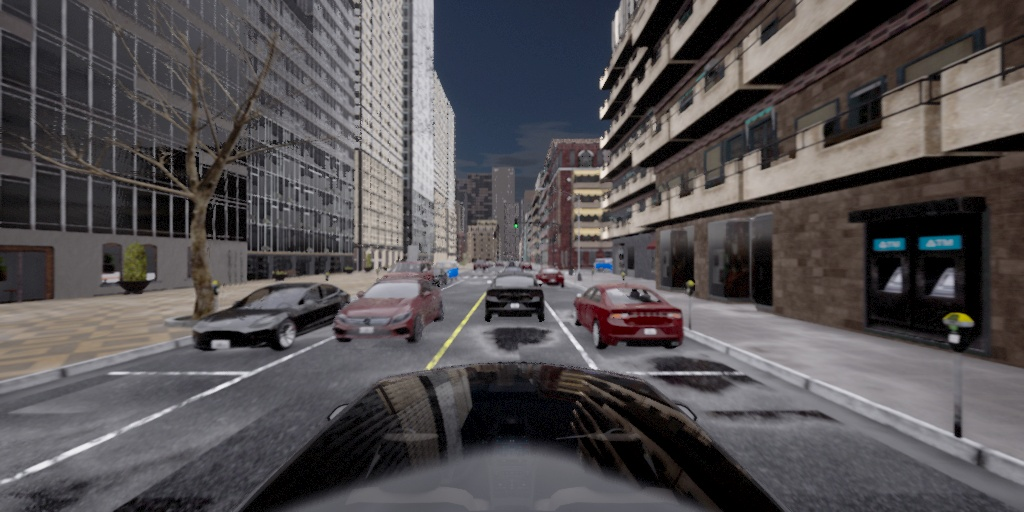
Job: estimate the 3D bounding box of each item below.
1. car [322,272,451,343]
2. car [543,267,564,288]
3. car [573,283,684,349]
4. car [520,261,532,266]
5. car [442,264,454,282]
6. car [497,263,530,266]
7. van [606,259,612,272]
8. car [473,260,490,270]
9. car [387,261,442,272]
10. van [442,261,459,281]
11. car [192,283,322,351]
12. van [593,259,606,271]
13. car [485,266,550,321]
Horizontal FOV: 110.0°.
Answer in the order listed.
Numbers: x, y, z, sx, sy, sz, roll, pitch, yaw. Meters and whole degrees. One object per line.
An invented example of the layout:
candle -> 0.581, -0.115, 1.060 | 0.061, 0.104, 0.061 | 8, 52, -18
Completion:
car -> -3.102, 1.338, 9.986 | 1.812, 1.442, 4.674 | 0, 0, 0
car -> 2.685, 1.481, 25.752 | 1.888, 1.381, 4.507 | 0, 0, 0
car -> 2.687, 1.352, 9.185 | 1.888, 1.381, 4.507 | 0, 0, 0
car -> 2.680, 1.800, 63.664 | 1.888, 1.381, 4.507 | 0, 0, 0
car -> -5.696, 1.501, 25.752 | 1.948, 1.339, 4.313 | 0, 0, 0
car -> 0.092, 1.505, 28.512 | 2.033, 1.411, 5.357 | 0, 0, 0
van -> 13.736, 1.229, 42.859 | 3.998, 1.789, 1.690 | 0, 0, 0
car -> -5.701, 1.569, 63.663 | 2.192, 1.841, 5.009 | 0, 0, 0
car -> -5.695, 1.206, 20.229 | 2.192, 1.841, 5.009 | 0, 0, 0
van -> -5.696, 1.320, 31.275 | 1.690, 1.789, 3.998 | 0, 0, 0
car -> -5.693, 1.372, 9.185 | 1.948, 1.339, 4.313 | 0, 0, 0
van -> 13.713, 1.258, 51.240 | 3.998, 1.789, 1.690 | 0, 0, 0
car -> 0.092, 1.313, 12.979 | 1.882, 1.535, 5.008 | 0, 0, 0
